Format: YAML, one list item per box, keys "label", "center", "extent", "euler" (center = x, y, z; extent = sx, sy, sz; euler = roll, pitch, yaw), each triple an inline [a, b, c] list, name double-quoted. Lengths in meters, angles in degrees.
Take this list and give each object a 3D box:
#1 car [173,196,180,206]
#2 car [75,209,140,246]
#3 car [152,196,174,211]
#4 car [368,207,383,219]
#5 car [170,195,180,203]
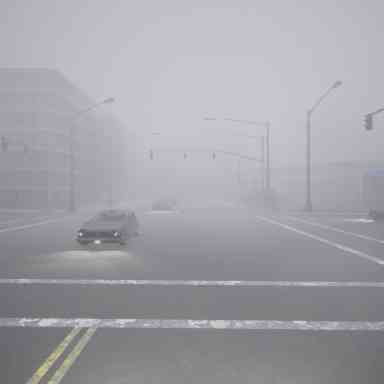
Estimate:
- label: "car"
  center: [-3.551, 1.478, 55.556]
  extent: [1.882, 1.535, 5.008]
  euler: [0, 0, 0]
- label: "car"
  center: [-3.584, 1.512, 15.275]
  extent: [2.033, 1.411, 5.357]
  euler: [0, 0, 0]
- label: "car"
  center: [-3.573, 1.564, 40.156]
  extent: [1.994, 1.385, 4.181]
  euler: [0, 0, 0]
- label: "car"
  center: [16.420, 1.564, 26.479]
  extent: [4.181, 1.385, 1.994]
  euler: [0, 0, 0]
- label: "car"
  center: [-3.454, 1.478, 69.371]
  extent: [1.882, 1.535, 5.008]
  euler: [0, 0, 0]
